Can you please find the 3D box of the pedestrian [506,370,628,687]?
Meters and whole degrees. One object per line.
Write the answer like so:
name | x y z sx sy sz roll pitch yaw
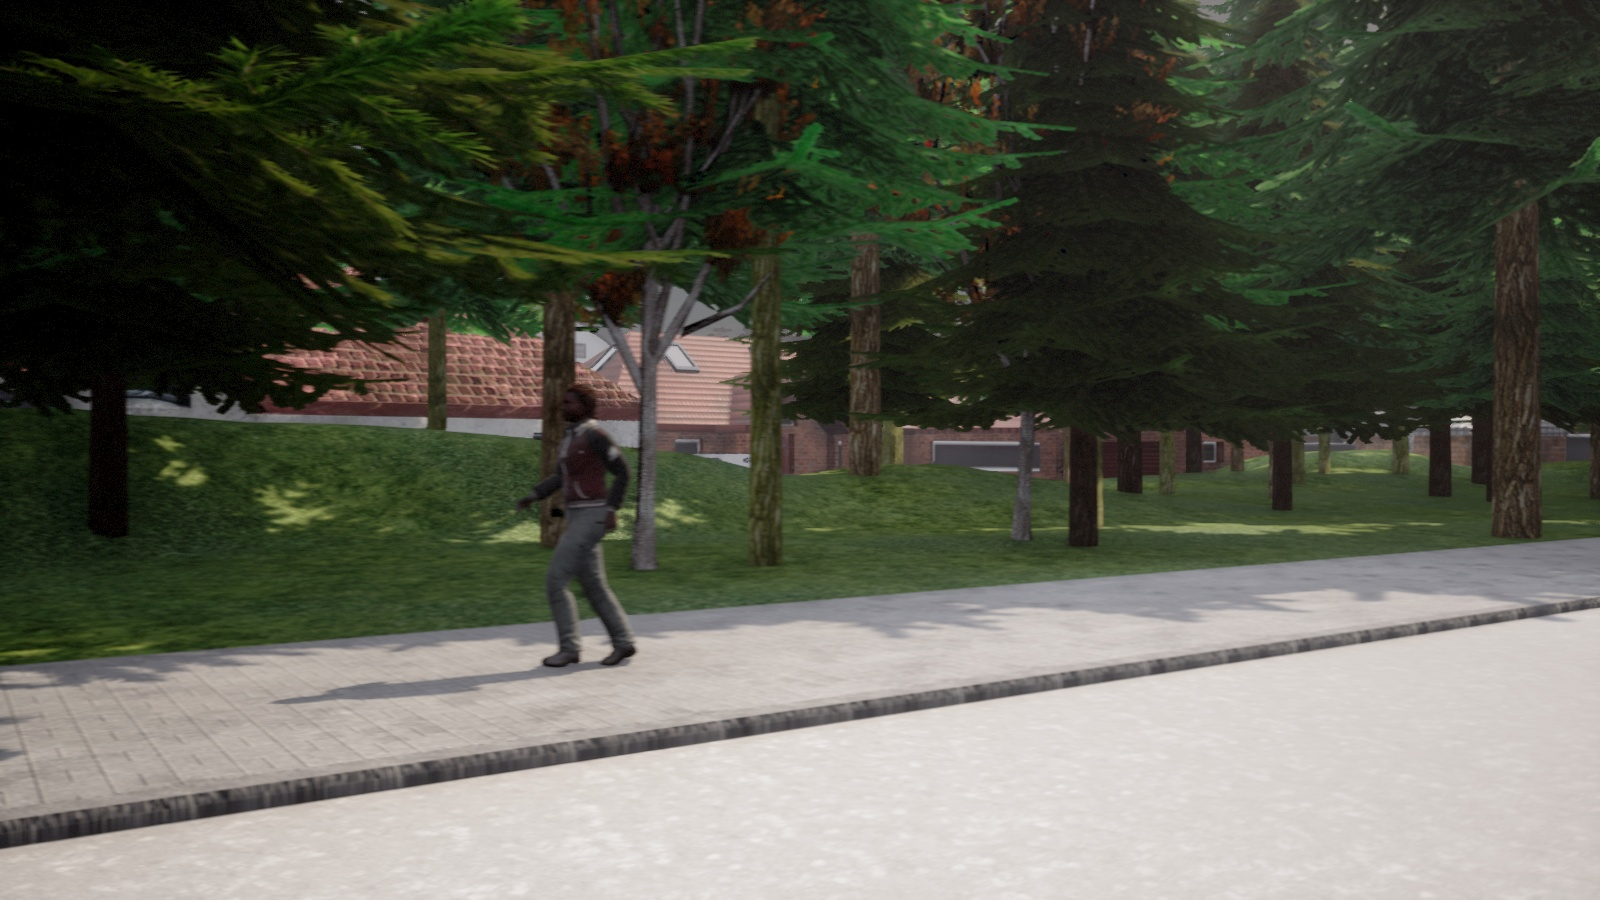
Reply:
pedestrian | -1.483 0.477 7.986 0.666 1.930 0.402 0 0 -28
